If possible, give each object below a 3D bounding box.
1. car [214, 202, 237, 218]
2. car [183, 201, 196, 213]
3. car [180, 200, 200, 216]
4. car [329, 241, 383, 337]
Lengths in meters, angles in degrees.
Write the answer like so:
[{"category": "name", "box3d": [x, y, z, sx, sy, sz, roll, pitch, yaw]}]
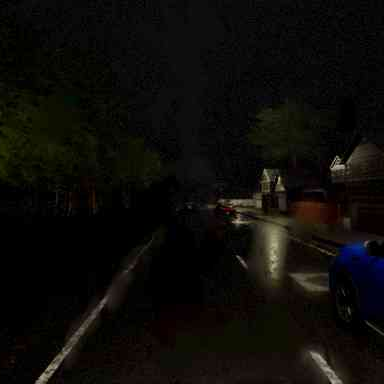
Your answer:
[{"category": "car", "box3d": [3.285, 1.786, 33.221, 2.128, 1.511, 4.902, 0, -1, -1]}, {"category": "car", "box3d": [-0.357, 2.026, 46.233, 1.812, 1.442, 4.674, 0, -1, -1]}, {"category": "car", "box3d": [-0.253, 1.695, 36.518, 2.097, 1.767, 4.553, 0, -1, 0]}, {"category": "car", "box3d": [3.551, 1.227, 3.726, 2.150, 2.045, 5.566, 0, 0, 0]}]
